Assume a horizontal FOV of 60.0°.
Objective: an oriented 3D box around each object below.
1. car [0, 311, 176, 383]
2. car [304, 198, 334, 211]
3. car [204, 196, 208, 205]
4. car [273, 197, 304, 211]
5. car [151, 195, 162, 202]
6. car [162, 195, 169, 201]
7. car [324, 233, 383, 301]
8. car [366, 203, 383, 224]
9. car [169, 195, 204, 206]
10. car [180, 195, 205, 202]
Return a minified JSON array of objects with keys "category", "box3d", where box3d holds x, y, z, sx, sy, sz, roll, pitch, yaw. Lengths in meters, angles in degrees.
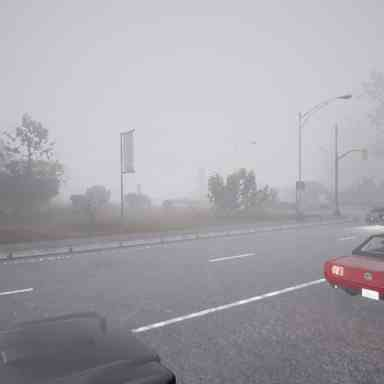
[{"category":"car","box3d":[-2.376,1.601,2.041,4.718,1.301,1.895,0,0,-36]},{"category":"car","box3d":[13.457,1.373,37.591,1.895,1.301,4.718,-1,0,-39]},{"category":"car","box3d":[2.736,1.258,50.923,1.882,1.535,5.008,-1,0,-39]},{"category":"car","box3d":[9.457,1.279,36.980,1.882,1.535,5.008,-1,0,-39]},{"category":"car","box3d":[-8.689,1.378,65.286,2.033,1.411,5.357,-1,0,-39]},{"category":"car","box3d":[-6.684,1.328,74.005,1.895,1.301,4.718,-1,0,-38]},{"category":"car","box3d":[5.072,1.570,7.378,4.718,1.301,1.895,0,0,-36]},{"category":"car","box3d":[13.175,1.410,22.400,1.994,1.385,4.181,0,1,35]},{"category":"car","box3d":[-0.861,1.410,49.807,1.895,1.301,4.718,-1,0,-39]},{"category":"car","box3d":[0.046,1.275,65.737,2.033,1.411,5.357,-1,0,-38]}]
